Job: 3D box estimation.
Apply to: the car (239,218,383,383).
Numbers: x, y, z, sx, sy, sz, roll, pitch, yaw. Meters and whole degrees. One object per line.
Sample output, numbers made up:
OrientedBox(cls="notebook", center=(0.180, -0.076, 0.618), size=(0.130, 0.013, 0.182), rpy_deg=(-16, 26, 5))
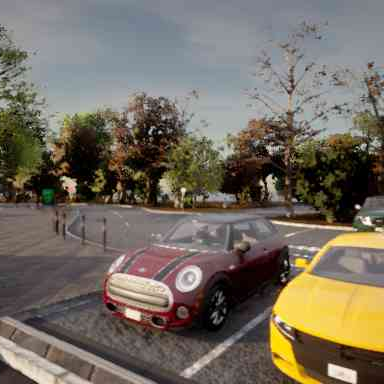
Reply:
OrientedBox(cls="car", center=(2.850, 1.438, 5.178), size=(2.097, 1.535, 5.008), rpy_deg=(1, 0, 35))

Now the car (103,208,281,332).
OrientedBox(cls="car", center=(0.381, 1.283, 6.942), size=(2.185, 1.767, 4.553), rpy_deg=(1, 0, 35))

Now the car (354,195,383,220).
OrientedBox(cls="car", center=(9.166, 1.178, 15.692), size=(2.435, 2.045, 5.566), rpy_deg=(1, 0, 35))
